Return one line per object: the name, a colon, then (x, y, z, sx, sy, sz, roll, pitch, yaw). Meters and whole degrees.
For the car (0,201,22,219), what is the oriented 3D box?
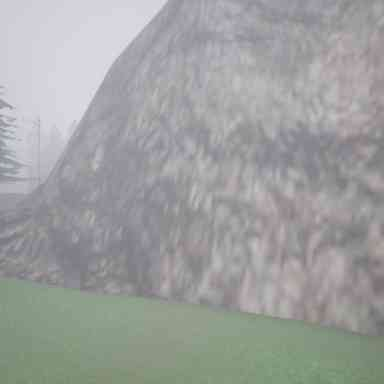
car: (-16.242, 1.491, 26.664, 2.128, 1.511, 4.902, 0, 0, 29)
